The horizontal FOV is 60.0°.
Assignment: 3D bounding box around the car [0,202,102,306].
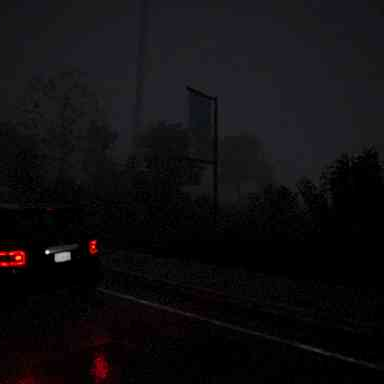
[{"bbox_3d":[-4.360,1.235,7.513,5.566,2.045,2.150,0,0,39],"label":"car"}]
